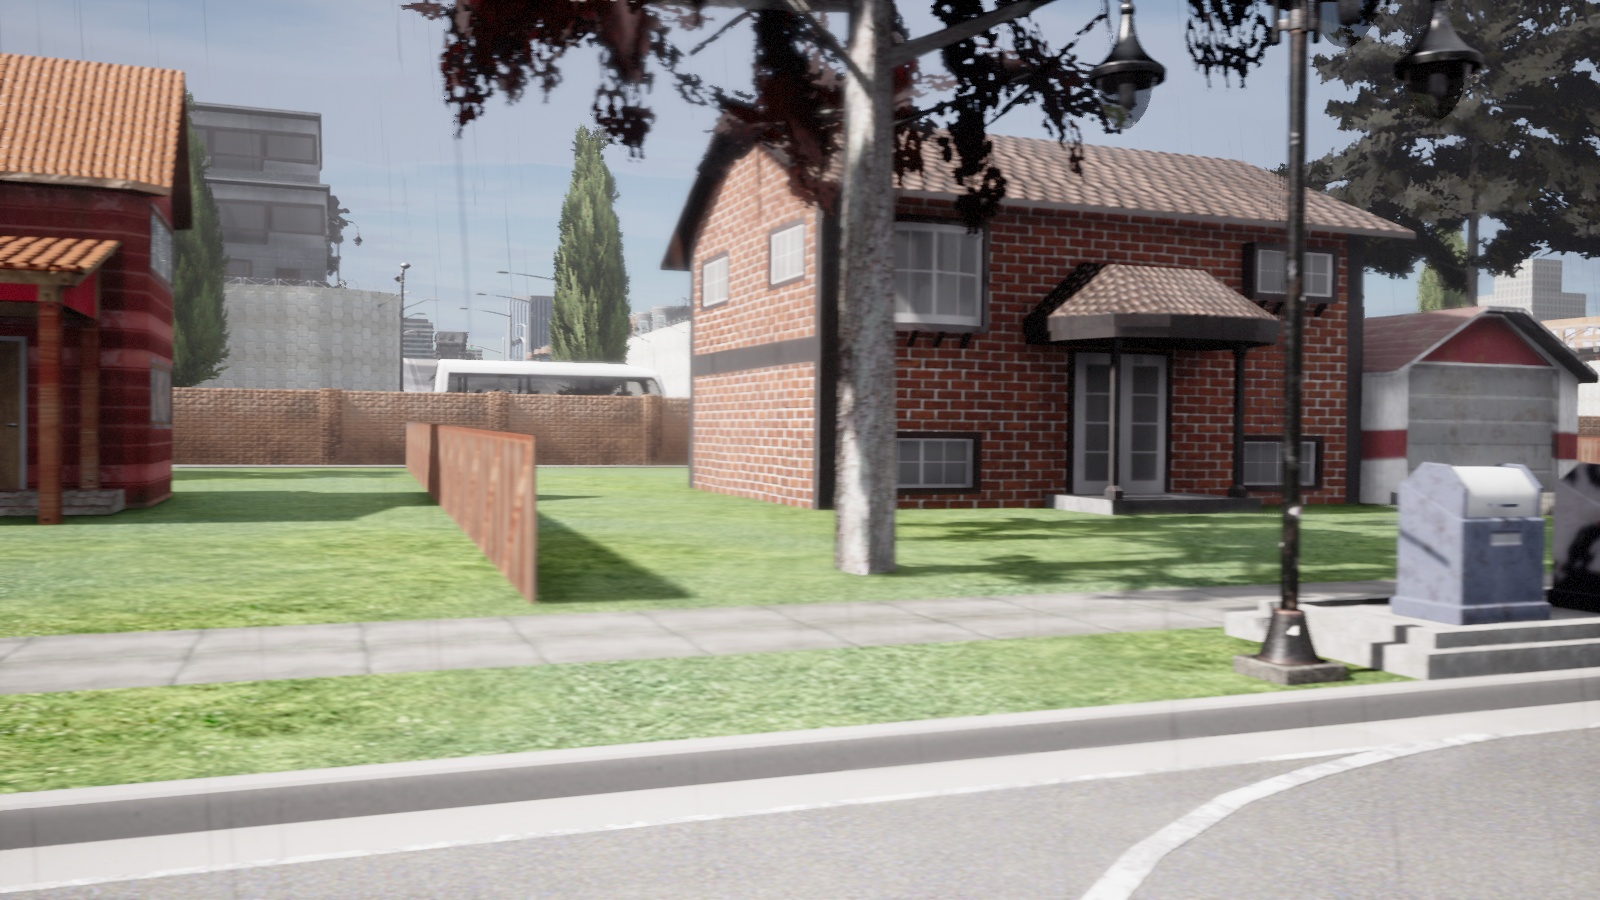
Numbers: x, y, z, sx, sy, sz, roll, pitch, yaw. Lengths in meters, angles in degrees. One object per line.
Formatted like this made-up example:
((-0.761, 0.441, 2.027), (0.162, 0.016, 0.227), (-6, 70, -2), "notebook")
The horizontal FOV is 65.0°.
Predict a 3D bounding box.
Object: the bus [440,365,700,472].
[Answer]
((-9.779, -1.340, 53.263), (10.273, 4.253, 3.944), (-1, 1, -20), "bus")
